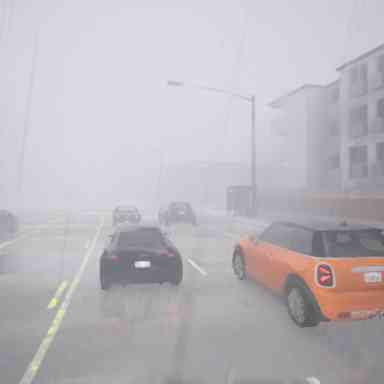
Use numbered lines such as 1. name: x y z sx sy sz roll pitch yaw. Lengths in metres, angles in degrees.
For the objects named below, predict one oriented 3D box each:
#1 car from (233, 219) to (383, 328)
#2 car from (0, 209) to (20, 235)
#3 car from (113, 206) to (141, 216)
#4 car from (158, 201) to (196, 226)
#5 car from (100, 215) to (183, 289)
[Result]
1. car: 2.460 1.365 7.306 2.097 1.767 4.553 0 0 -10
2. car: -10.536 1.614 17.275 2.033 1.411 5.357 0 0 -13
3. car: -4.770 1.673 24.006 1.895 1.301 4.718 0 0 -13
4. car: -1.158 1.417 23.891 2.097 1.767 4.553 0 0 -13
5. car: -1.497 1.592 9.418 1.994 1.385 4.181 0 0 -11
